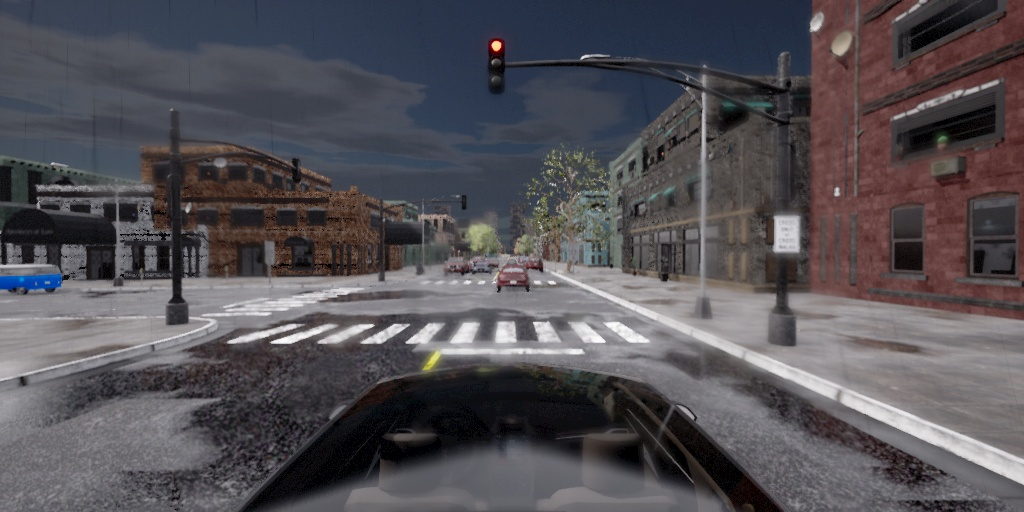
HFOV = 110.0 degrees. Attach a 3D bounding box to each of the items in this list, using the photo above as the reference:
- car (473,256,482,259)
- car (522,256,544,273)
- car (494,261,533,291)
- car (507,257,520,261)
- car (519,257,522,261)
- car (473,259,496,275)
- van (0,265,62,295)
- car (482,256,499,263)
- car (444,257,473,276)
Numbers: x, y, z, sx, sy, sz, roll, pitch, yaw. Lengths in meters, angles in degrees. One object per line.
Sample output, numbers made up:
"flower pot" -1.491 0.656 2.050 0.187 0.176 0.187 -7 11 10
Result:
"car" -5.732 0.985 59.486 2.192 1.841 5.009 0 0 0
"car" 2.663 1.008 42.860 2.192 1.841 5.009 0 0 0
"car" 0.074 1.254 21.688 1.812 1.442 4.674 0 0 0
"car" -0.048 1.229 63.268 1.994 1.385 4.181 0 0 0
"car" 2.650 1.221 59.492 2.007 1.370 4.403 0 0 0
"car" -3.123 1.264 38.092 1.994 1.385 4.181 0 0 0
"van" -30.312 1.435 21.973 3.998 1.789 1.690 0 0 -1
"car" -3.117 1.026 56.055 2.097 1.767 4.553 0 0 0
"car" -5.713 1.016 37.309 2.192 1.841 5.009 0 0 0
